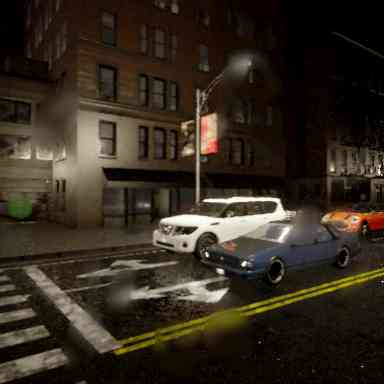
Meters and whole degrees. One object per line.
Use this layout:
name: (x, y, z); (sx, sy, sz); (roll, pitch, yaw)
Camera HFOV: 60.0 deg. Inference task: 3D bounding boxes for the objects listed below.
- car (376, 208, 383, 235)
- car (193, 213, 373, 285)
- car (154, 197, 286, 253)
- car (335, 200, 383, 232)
car: (11.077, 1.553, 15.525); (5.357, 1.411, 2.033); (0, 0, -35)
car: (2.854, 1.551, 9.705); (5.357, 1.411, 2.033); (0, 0, -36)
car: (1.304, 1.226, 12.600); (5.566, 2.045, 2.150); (0, 0, -36)
car: (9.114, 1.358, 18.117); (4.553, 1.767, 2.097); (0, 0, -35)
